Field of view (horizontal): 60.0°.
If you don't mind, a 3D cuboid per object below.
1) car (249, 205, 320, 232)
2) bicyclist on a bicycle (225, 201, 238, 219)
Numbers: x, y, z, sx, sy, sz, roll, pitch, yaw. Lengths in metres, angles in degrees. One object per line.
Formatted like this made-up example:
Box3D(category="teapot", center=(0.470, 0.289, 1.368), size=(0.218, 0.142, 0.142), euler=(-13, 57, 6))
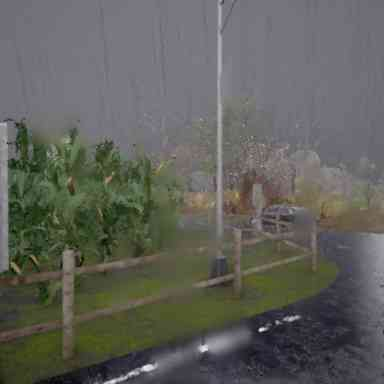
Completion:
Box3D(category="car", center=(5.737, 1.599, 21.303), size=(1.837, 1.490, 4.892), euler=(0, -1, -34))
Box3D(category="bicyclist on a bicycle", center=(3.536, 1.602, 29.759), size=(1.656, 1.620, 0.582), euler=(0, 0, -35))
